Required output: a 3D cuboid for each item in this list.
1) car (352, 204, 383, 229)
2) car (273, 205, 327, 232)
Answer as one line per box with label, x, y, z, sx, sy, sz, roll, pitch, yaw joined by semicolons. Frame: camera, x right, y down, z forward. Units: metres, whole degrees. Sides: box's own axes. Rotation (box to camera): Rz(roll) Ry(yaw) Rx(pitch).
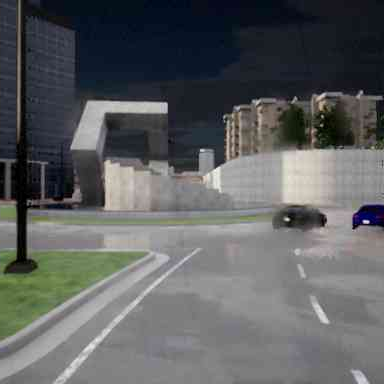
car;10.920;1.444;19.707;1.812;1.442;4.674;0;0;41
car;6.421;1.463;19.650;1.994;1.385;4.181;0;0;39
